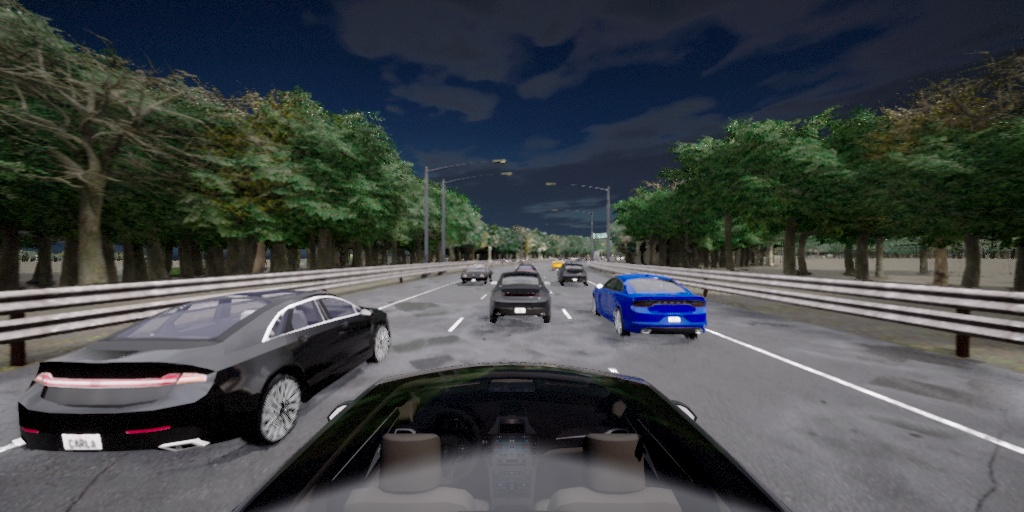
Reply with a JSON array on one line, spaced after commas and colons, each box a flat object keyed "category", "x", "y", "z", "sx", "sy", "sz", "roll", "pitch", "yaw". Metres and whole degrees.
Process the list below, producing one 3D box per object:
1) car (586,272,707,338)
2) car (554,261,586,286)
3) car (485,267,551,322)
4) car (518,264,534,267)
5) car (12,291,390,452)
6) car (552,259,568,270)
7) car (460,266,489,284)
[{"category": "car", "x": 3.629, "y": 1.252, "z": 10.357, "sx": 1.882, "sy": 1.535, "sz": 5.008, "roll": 0, "pitch": 0, "yaw": 1}, {"category": "car", "x": 4.294, "y": 1.311, "z": 25.995, "sx": 1.837, "sy": 1.490, "sz": 4.892, "roll": 0, "pitch": 0, "yaw": 4}, {"category": "car", "x": 0.292, "y": 1.280, "z": 12.398, "sx": 1.837, "sy": 1.490, "sz": 4.892, "roll": 0, "pitch": 0, "yaw": 1}, {"category": "car", "x": 1.162, "y": 1.380, "z": 29.745, "sx": 1.994, "sy": 1.385, "sz": 4.181, "roll": 0, "pitch": 0, "yaw": 4}, {"category": "car", "x": -3.343, "y": 1.246, "z": 5.232, "sx": 2.128, "sy": 1.511, "sz": 4.902, "roll": 0, "pitch": 0, "yaw": 1}, {"category": "car", "x": 7.200, "y": 1.353, "z": 55.205, "sx": 1.882, "sy": 1.535, "sz": 5.008, "roll": 0, "pitch": 0, "yaw": 8}, {"category": "car", "x": -2.535, "y": 1.406, "z": 27.188, "sx": 1.895, "sy": 1.301, "sz": 4.718, "roll": 0, "pitch": 0, "yaw": 4}]
